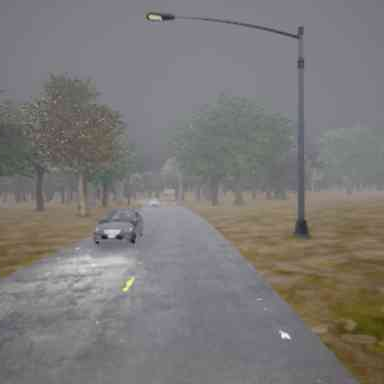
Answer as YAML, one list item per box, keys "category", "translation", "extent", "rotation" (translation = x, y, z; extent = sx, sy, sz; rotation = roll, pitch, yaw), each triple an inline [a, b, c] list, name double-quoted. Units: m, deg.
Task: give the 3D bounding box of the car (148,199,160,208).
- category: "car"
  translation: [-6.522, 1.983, 57.782]
  extent: [1.812, 1.442, 4.674]
  rotation: [0, -1, -6]

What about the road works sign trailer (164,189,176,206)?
- category: "road works sign trailer"
  translation: [-4.527, 1.038, 66.564]
  extent: [2.380, 3.560, 2.880]
  rotation: [0, -1, -8]

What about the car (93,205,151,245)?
- category: "car"
  translation: [-3.422, 1.587, 16.278]
  extent: [2.128, 1.511, 4.902]
  rotation: [0, 0, -2]
